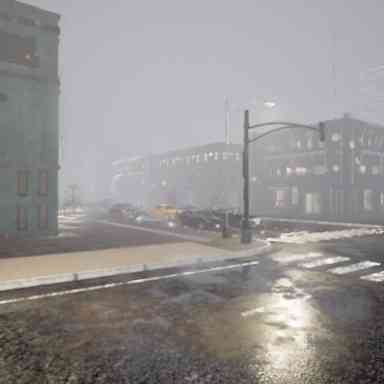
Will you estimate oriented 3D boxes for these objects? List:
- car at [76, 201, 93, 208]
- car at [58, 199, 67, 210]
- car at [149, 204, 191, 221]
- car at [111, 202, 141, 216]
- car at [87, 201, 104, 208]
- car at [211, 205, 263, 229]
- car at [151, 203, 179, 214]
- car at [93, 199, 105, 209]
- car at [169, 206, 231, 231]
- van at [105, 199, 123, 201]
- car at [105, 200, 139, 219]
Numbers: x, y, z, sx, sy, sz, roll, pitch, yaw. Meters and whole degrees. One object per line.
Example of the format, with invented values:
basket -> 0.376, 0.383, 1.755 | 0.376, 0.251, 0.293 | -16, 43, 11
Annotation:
car -> -21.428, 2.423, 65.767 | 2.128, 1.511, 4.902 | 0, -1, -35
car -> -23.228, 2.394, 58.263 | 1.752, 1.417, 4.829 | -1, 0, -35
car -> -2.531, 2.002, 33.395 | 1.882, 1.535, 5.008 | 0, -1, -35
car -> -8.324, 2.114, 41.634 | 1.882, 1.535, 5.008 | 0, -1, -35
car -> -19.663, 2.488, 67.754 | 1.887, 1.381, 4.507 | -1, 0, -35
car -> 3.237, 1.903, 25.224 | 2.128, 1.511, 4.902 | 0, -1, -33
car -> -3.724, 2.231, 45.128 | 1.802, 1.307, 4.206 | -1, 0, -35
car -> -16.478, 2.201, 63.230 | 2.192, 1.841, 5.009 | -1, 0, -35
car -> 0.504, 1.982, 24.362 | 1.947, 1.339, 4.313 | -1, 0, -35
van -> -13.290, 2.169, 58.705 | 1.690, 1.788, 3.998 | -1, 0, -35
car -> -7.390, 2.013, 35.777 | 1.967, 1.590, 4.097 | -1, 0, -35
